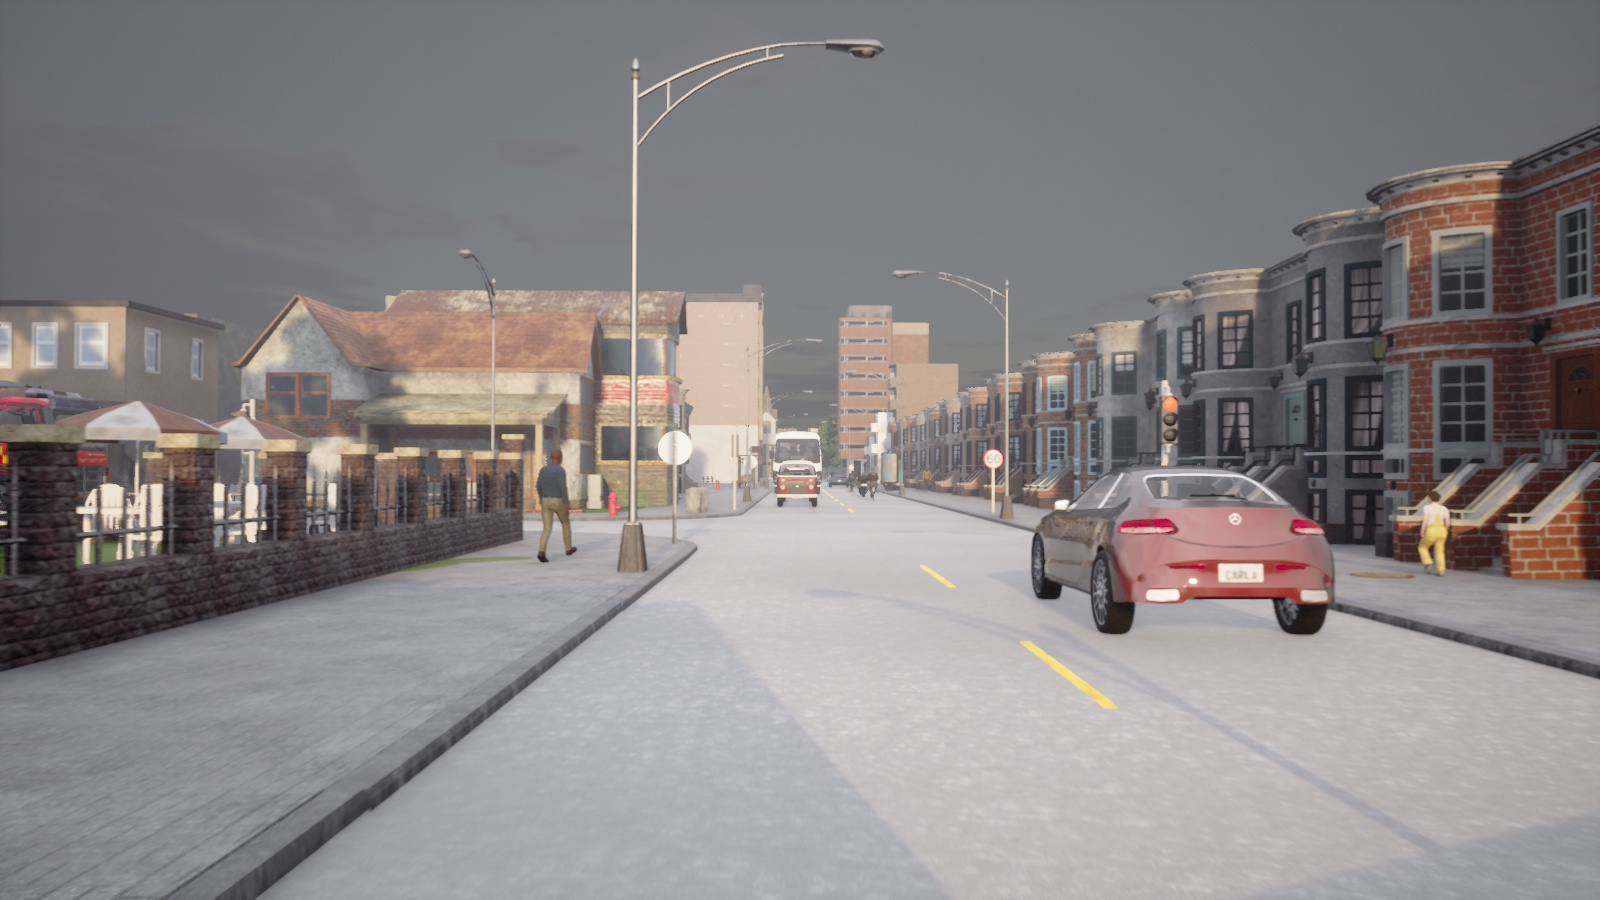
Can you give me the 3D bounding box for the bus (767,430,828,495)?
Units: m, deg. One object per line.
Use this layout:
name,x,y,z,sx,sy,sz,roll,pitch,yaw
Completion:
bus,-0.164,0.895,86.987,3.944,4.253,10.273,0,-1,0

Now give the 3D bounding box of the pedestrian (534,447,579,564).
pedestrian,-3.885,0.876,20.084,0.370,1.835,0.726,-1,-1,22

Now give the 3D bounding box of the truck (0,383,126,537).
truck,-22.458,0.283,32.424,8.468,3.827,2.891,0,-1,-3

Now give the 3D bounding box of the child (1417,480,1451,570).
child,9.063,1.068,17.959,0.270,1.263,0.437,0,-1,3

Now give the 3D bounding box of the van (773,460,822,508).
van,-0.113,1.474,55.869,2.069,2.038,4.480,0,-1,0

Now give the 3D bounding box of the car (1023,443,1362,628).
car,3.963,0.808,13.782,2.152,1.651,5.027,0,-1,0
